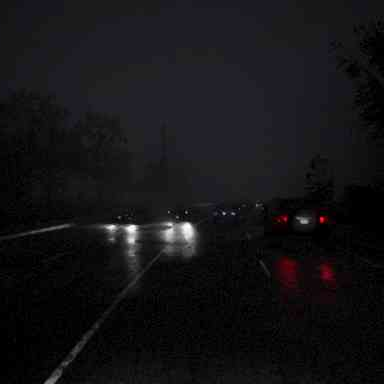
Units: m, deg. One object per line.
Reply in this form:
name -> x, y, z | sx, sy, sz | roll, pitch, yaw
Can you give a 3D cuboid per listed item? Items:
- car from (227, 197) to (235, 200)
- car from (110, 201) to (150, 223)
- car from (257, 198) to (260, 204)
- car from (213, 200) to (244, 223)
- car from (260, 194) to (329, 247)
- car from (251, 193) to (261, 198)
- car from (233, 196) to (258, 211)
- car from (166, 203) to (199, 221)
car -> 8.248, 1.636, 65.453 | 2.033, 1.411, 5.357 | 0, 0, 26
car -> -4.635, 1.517, 25.551 | 1.837, 1.490, 4.892 | 0, 0, 10
car -> 8.011, 1.609, 33.742 | 2.033, 1.411, 5.357 | 0, 0, 14
car -> 2.740, 1.583, 26.016 | 2.033, 1.411, 5.357 | 0, 0, 11
car -> 4.658, 1.251, 15.539 | 2.150, 2.045, 5.566 | 0, 0, 7
car -> 13.004, 1.324, 67.083 | 2.150, 2.045, 5.566 | 0, 0, 26
car -> 6.892, 1.629, 42.424 | 1.994, 1.385, 4.181 | 0, 0, 17
car -> -0.698, 1.627, 27.703 | 1.895, 1.301, 4.718 | 0, 0, 11
